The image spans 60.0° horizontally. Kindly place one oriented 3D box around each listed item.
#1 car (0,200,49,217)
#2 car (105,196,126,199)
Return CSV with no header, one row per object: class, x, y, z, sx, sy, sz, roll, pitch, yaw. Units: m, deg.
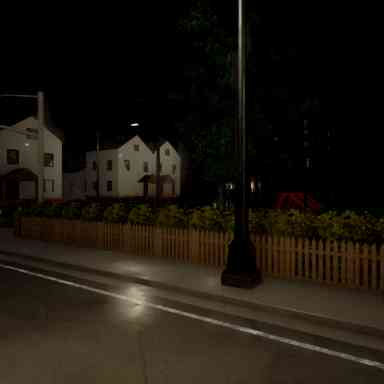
car,-15.048,1.491,30.648,2.128,1.511,4.902,0,0,35
car,-9.400,1.352,38.817,2.097,1.767,4.553,0,0,35
